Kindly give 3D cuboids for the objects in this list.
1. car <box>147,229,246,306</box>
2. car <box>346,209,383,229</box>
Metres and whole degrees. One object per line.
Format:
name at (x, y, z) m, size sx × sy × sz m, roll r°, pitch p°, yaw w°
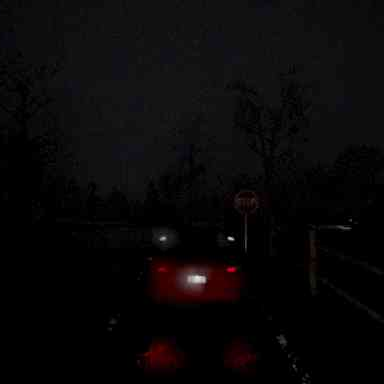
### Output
car at (0.119, 1.587, 8.142) m, size 1.994 × 1.385 × 4.181 m, roll 0°, pitch 0°, yaw 1°
car at (13.560, 1.933, 24.241) m, size 4.181 × 1.385 × 1.994 m, roll 1°, pitch 1°, yaw 0°
